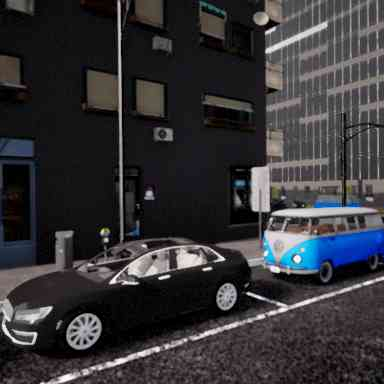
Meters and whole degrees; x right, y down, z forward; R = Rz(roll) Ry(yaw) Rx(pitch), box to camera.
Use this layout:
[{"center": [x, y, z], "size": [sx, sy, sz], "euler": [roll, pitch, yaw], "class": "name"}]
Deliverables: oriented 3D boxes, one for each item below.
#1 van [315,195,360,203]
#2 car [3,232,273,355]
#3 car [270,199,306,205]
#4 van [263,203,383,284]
[{"center": [12.920, 1.182, 29.859], "size": [1.690, 1.788, 3.998], "euler": [-1, 1, -35], "class": "van"}, {"center": [-0.858, 1.548, 5.960], "size": [4.403, 1.369, 2.008], "euler": [0, -1, -35], "class": "car"}, {"center": [9.740, 1.381, 34.375], "size": [1.947, 1.339, 4.313], "euler": [-1, 1, -35], "class": "car"}, {"center": [3.700, 1.334, 9.216], "size": [3.998, 1.788, 1.690], "euler": [0, -1, -36], "class": "van"}]
